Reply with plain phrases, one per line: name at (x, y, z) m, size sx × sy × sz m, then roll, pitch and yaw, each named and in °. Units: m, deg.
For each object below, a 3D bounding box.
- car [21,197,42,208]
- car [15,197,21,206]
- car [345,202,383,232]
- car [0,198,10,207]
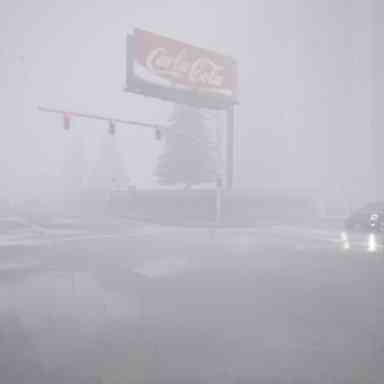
car at (-23.798, 1.550, 49.802) m, size 1.837 × 1.490 × 4.892 m, roll 0°, pitch 0°, yaw -36°
car at (-29.295, 1.522, 57.425) m, size 1.882 × 1.535 × 5.008 m, roll 0°, pitch 0°, yaw -36°
car at (11.648, 1.457, 20.939) m, size 4.553 × 1.767 × 2.097 m, roll 0°, pitch 0°, yaw -34°
car at (-29.871, 1.591, 52.241) m, size 1.994 × 1.385 × 4.181 m, roll 0°, pitch 0°, yaw -36°
